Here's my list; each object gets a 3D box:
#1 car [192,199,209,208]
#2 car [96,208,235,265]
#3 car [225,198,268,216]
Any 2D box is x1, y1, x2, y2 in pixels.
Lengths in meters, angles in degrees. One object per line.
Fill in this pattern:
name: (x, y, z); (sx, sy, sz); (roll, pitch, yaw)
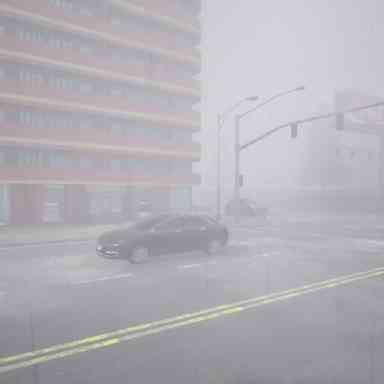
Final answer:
car: (0.261, 1.539, 39.806); (1.812, 1.442, 4.674); (0, 0, -34)
car: (-0.883, 1.508, 11.779); (4.892, 1.490, 1.837); (0, 0, -34)
car: (5.239, 1.366, 32.381); (2.097, 1.767, 4.553); (0, 0, -34)
